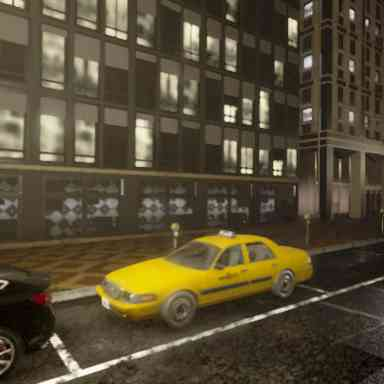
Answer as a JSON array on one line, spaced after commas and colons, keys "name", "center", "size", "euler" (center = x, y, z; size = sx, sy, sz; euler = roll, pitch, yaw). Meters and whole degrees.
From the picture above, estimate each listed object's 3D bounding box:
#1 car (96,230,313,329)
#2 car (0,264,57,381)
[{"name": "car", "center": [0.531, 1.519, 6.923], "size": [4.829, 1.417, 1.752], "euler": [0, 1, -35]}, {"name": "car", "center": [-3.845, 1.567, 3.803], "size": [4.313, 1.339, 1.947], "euler": [0, 1, -35]}]
